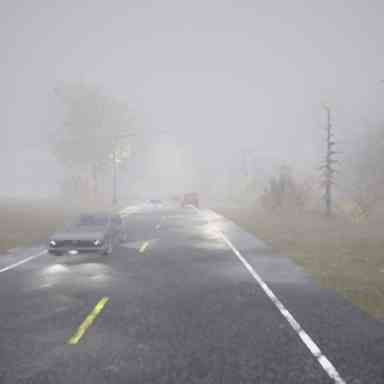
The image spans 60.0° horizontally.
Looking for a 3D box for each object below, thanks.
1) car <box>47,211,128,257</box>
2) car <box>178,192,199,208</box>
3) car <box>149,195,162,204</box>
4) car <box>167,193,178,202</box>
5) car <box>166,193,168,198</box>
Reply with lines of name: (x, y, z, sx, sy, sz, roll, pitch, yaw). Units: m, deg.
car: (-3.761, 1.486, 13.032, 2.033, 1.411, 5.357, 0, 0, -2)
car: (-0.321, 0.978, 43.465, 2.150, 2.045, 5.566, 0, 0, -4)
car: (-5.980, 1.162, 54.124, 1.882, 1.535, 5.008, 0, 0, -5)
car: (-3.200, 1.112, 62.971, 1.837, 1.490, 4.892, 0, 0, -6)
car: (-5.415, 0.862, 82.146, 2.033, 1.411, 5.357, 0, 1, -8)
